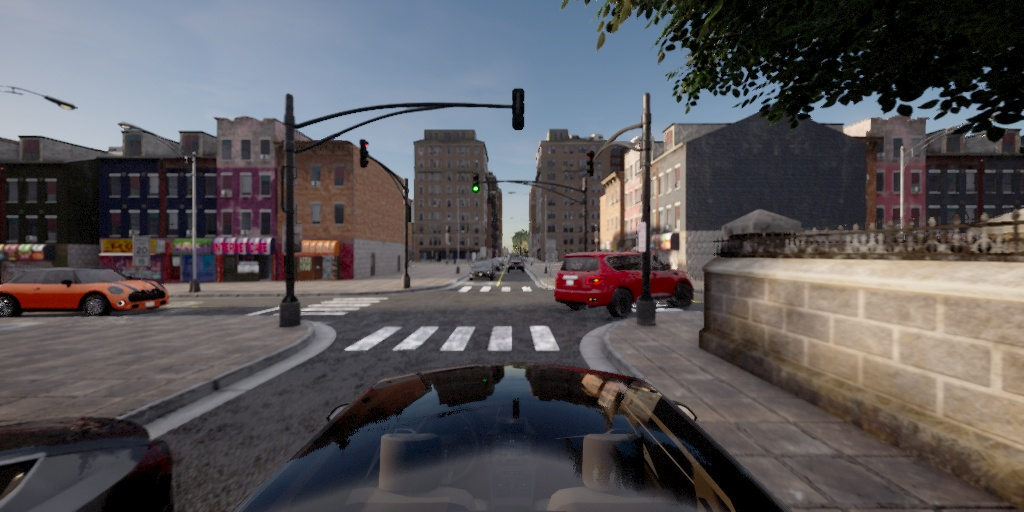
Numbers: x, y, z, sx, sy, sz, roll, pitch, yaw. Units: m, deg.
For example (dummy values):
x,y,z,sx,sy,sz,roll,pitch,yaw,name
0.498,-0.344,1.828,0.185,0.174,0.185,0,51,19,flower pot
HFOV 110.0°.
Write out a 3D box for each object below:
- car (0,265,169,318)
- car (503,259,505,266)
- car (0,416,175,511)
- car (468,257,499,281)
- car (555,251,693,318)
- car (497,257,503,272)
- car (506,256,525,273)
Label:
x,y,z,sx,sy,sz,roll,pitch,yaw,name
-15.397,1.190,13.027,4.553,1.767,2.097,-1,0,0,car
-2.264,0.945,57.612,1.812,1.442,4.674,0,0,0,car
-2.637,1.325,0.134,1.948,1.339,4.313,0,0,0,car
-2.277,1.097,28.462,1.837,1.490,4.892,0,0,0,car
4.035,0.872,12.671,5.566,2.045,2.150,-1,-1,-34,car
-2.288,1.020,41.721,1.837,1.490,4.892,0,0,0,car
0.401,1.029,39.947,1.837,1.490,4.892,0,0,0,car
